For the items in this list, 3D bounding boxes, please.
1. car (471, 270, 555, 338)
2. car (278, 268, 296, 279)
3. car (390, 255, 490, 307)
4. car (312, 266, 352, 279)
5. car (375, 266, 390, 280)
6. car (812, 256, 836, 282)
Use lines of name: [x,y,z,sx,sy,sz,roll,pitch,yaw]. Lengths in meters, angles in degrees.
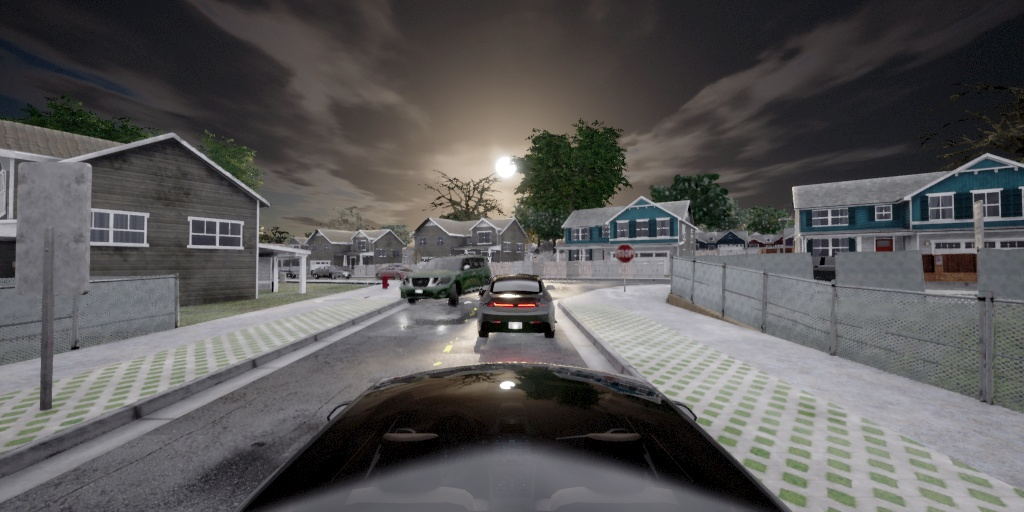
car: [0.163,1.258,10.192,1.837,1.490,4.892,0,0,2]
car: [-27.725,2.110,42.830,4.181,1.385,1.994,-2,-2,30]
car: [-2.698,0.980,16.058,2.150,2.045,5.566,-1,0,17]
car: [-19.024,1.761,37.821,4.902,1.511,2.128,-2,-2,30]
car: [-10.482,1.562,32.645,4.181,1.385,1.994,-2,-2,32]
car: [15.699,0.774,18.559,4.892,1.490,1.837,-2,-2,35]
